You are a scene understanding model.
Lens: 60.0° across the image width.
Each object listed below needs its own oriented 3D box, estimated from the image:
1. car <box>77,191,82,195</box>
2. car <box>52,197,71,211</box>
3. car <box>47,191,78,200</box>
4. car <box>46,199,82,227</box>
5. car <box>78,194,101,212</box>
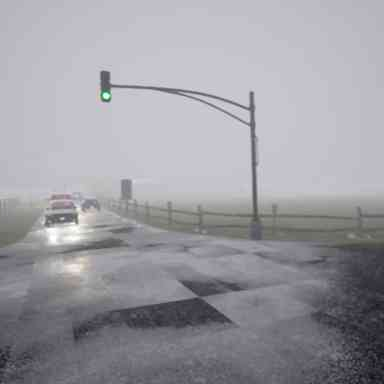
[{"bbox_3d":[-21.466,0.897,61.554,2.150,2.045,5.566,-2,1,-22],"label":"car"},{"bbox_3d":[-16.321,1.397,41.441,2.033,1.411,5.357,-2,1,-22],"label":"car"},{"bbox_3d":[-12.366,1.110,31.533,2.150,2.045,5.566,-2,1,-22],"label":"car"},{"bbox_3d":[-8.880,1.489,22.735,1.994,1.385,4.181,-2,1,-22],"label":"car"},{"bbox_3d":[-11.044,1.275,35.952,1.837,1.490,4.892,-2,1,-22],"label":"car"}]
